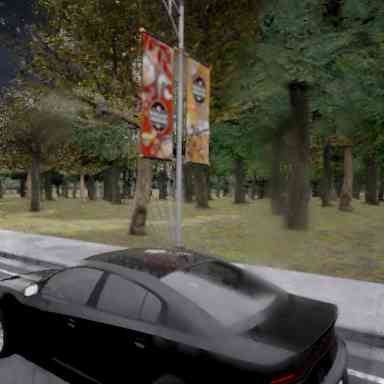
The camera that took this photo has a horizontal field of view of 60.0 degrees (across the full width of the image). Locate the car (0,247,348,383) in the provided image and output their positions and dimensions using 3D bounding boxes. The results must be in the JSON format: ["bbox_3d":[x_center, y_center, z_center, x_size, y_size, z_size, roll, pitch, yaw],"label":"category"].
[{"bbox_3d":[-0.785,1.467,4.244,5.008,1.535,1.882,1,0,36],"label":"car"}]
